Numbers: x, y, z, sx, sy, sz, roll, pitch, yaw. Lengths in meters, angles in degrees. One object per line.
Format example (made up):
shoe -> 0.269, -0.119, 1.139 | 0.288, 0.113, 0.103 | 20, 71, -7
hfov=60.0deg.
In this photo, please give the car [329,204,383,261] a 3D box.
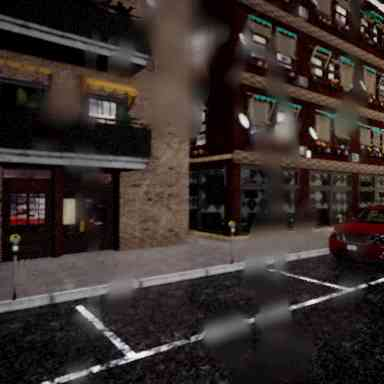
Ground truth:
car -> 6.853, 1.364, 11.448 | 5.009, 1.841, 2.192 | 0, 0, -36
